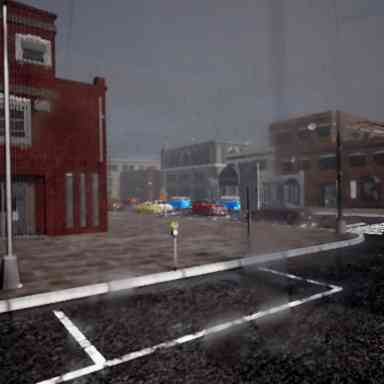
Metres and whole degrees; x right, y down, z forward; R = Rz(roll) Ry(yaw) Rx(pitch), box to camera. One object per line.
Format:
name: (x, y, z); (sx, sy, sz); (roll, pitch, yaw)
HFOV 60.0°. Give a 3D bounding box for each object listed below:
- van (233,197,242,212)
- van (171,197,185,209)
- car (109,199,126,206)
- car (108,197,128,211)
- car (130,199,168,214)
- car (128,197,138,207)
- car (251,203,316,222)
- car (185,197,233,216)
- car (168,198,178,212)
van: (4.822, 1.445, 40.258); (1.690, 1.788, 3.998); (-2, 1, -36)
van: (-1.856, 1.607, 49.396); (1.690, 1.788, 3.998); (-2, 1, -36)
car: (-15.204, 2.173, 67.676); (1.802, 1.307, 4.206); (-2, 1, -36)
car: (-11.959, 1.820, 49.075); (2.192, 1.841, 5.009); (-2, 1, -36)
car: (-5.173, 1.866, 39.801); (1.752, 1.417, 4.829); (-2, 1, -36)
car: (-11.875, 1.825, 63.105); (2.192, 1.841, 5.009); (-2, 1, -36)
car: (7.280, 1.588, 27.113); (2.033, 1.411, 5.357); (-1, 0, -36)
car: (1.692, 1.528, 34.752); (2.097, 1.767, 4.553); (-1, 0, -36)
car: (-4.215, 1.845, 42.856); (1.812, 1.442, 4.674); (-1, 0, -36)
